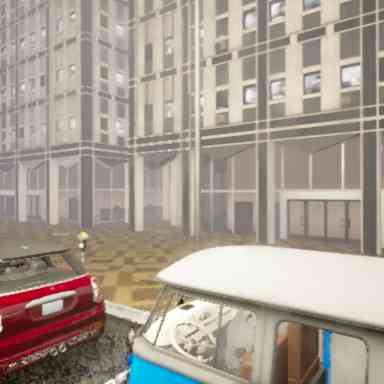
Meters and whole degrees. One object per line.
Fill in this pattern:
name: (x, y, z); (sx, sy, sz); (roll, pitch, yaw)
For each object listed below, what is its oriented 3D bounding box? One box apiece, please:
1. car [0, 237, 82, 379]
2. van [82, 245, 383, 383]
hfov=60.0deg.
car: (-3.289, 1.438, 5.205); (4.097, 1.590, 1.967); (0, 0, 35)
van: (1.353, 1.342, 1.913); (3.998, 1.788, 1.690); (0, 0, 35)
